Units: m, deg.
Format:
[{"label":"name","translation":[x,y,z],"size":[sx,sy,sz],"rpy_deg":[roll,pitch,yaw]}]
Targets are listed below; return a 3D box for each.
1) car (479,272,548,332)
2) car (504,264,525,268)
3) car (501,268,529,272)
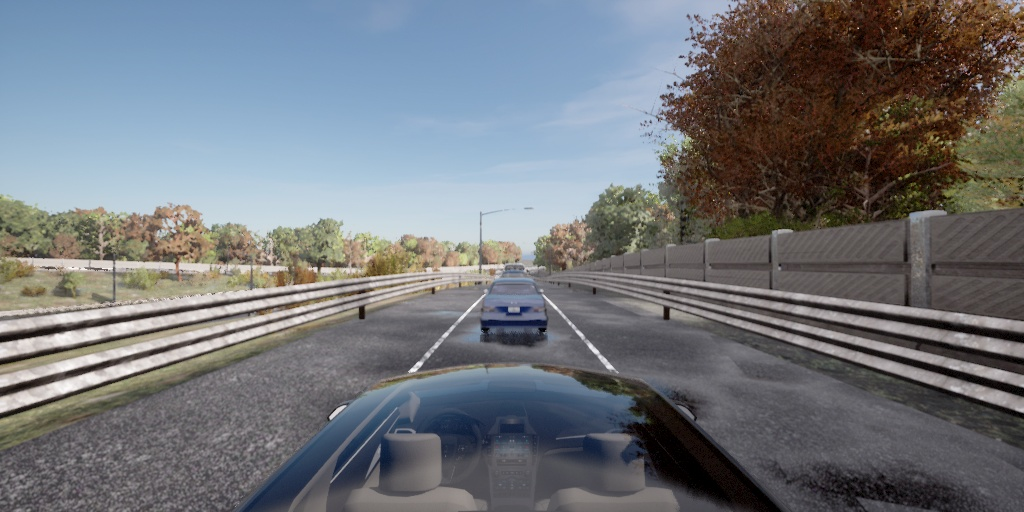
[{"label":"car","translation":[0.053,1.381,11.155],"size":[2.033,1.411,5.357],"rpy_deg":[0,-1,0]},{"label":"car","translation":[0.248,1.778,31.225],"size":[2.150,2.045,5.566],"rpy_deg":[0,-3,1]},{"label":"car","translation":[0.106,1.606,21.141],"size":[1.837,1.490,4.892],"rpy_deg":[0,-2,0]}]
